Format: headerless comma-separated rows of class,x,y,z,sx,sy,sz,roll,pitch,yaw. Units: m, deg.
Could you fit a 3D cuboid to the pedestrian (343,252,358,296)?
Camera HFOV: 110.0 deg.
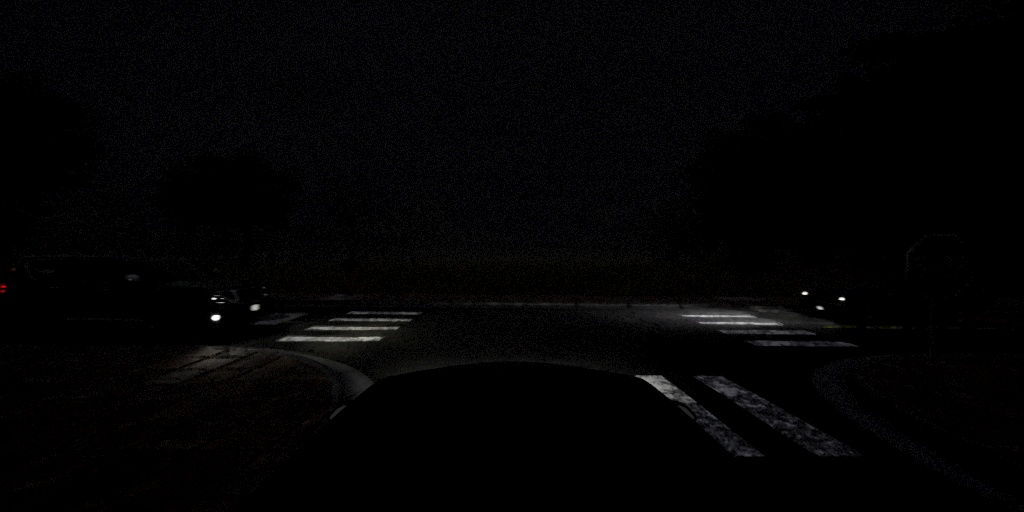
pedestrian,-6.799,0.757,15.035,0.375,1.860,0.375,0,1,0

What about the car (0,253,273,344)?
car,-9.349,0.952,9.191,5.566,2.045,2.150,0,1,0

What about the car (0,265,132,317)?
car,-16.410,1.113,12.181,5.008,1.535,1.882,0,1,0

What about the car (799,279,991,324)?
car,12.575,1.448,12.042,4.718,1.301,1.895,1,1,0
